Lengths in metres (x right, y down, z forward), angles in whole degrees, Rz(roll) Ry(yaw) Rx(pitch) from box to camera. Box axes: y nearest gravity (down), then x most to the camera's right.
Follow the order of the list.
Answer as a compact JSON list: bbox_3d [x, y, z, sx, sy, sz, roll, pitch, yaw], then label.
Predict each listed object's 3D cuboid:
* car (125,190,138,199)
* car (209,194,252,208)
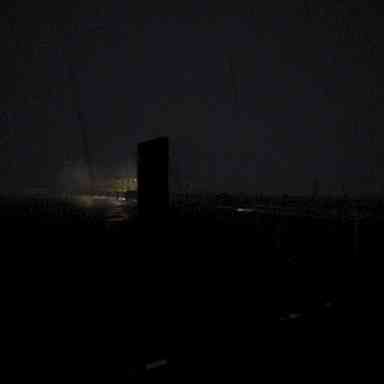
[{"bbox_3d":[-9.610,0.449,55.065,1.812,1.442,4.674,0,1,-35],"label":"car"},{"bbox_3d":[4.022,0.893,35.846,2.033,1.411,5.357,0,1,-35],"label":"car"}]
